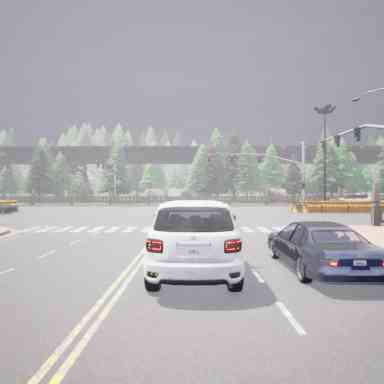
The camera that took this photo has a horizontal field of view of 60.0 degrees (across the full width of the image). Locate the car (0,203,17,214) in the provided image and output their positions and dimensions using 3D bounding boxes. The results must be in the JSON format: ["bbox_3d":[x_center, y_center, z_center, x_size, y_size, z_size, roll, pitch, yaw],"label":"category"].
[{"bbox_3d":[-20.801,1.548,33.787,5.357,1.411,2.033,0,0,0],"label":"car"}]

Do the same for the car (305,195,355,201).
[{"bbox_3d":[16.671,1.491,40.779,4.902,1.511,2.128,0,0,0],"label":"car"}]

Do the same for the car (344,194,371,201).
[{"bbox_3d":[21.113,1.221,44.256,5.566,2.045,2.150,0,0,0],"label":"car"}]

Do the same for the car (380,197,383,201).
[{"bbox_3d":[26.174,1.478,40.734,5.008,1.535,1.882,0,0,0],"label":"car"}]

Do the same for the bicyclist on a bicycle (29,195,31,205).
[{"bbox_3d":[-27.018,1.301,55.805,0.582,1.620,1.656,0,0,0],"label":"bicyclist on a bicycle"}]

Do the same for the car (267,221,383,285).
[{"bbox_3d":[3.576,1.547,9.550,2.033,1.411,5.357,0,0,0],"label":"car"}]

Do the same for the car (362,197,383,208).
[{"bbox_3d":[27.319,1.505,47.727,4.892,1.490,1.837,0,0,0],"label":"car"}]

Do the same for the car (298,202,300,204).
[{"bbox_3d":[17.827,1.477,47.774,5.008,1.535,1.882,0,0,0],"label":"car"}]

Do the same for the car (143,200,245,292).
[{"bbox_3d":[0.067,1.221,9.061,2.150,2.045,5.566,0,0,1],"label":"car"}]
